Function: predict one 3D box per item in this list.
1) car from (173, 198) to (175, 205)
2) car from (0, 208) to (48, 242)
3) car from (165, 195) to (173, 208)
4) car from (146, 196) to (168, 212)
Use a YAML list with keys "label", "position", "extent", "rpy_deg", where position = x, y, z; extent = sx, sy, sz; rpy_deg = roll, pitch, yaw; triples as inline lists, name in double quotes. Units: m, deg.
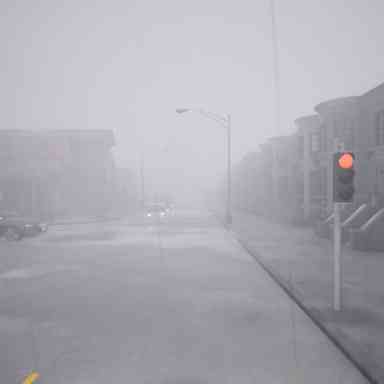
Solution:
- label: "car"
  position: [-4.143, 1.352, 58.411]
  extent: [2.097, 1.767, 4.553]
  rpy_deg: [0, 0, 0]
- label: "car"
  position: [-9.414, 1.491, 15.706]
  extent: [4.902, 1.511, 2.128]
  rpy_deg: [0, 0, 1]
- label: "car"
  position: [-4.160, 1.505, 48.619]
  extent: [1.837, 1.490, 4.892]
  rpy_deg: [0, 0, 0]
- label: "car"
  position: [-4.158, 1.526, 39.433]
  extent: [1.812, 1.442, 4.674]
  rpy_deg: [0, 0, -1]
